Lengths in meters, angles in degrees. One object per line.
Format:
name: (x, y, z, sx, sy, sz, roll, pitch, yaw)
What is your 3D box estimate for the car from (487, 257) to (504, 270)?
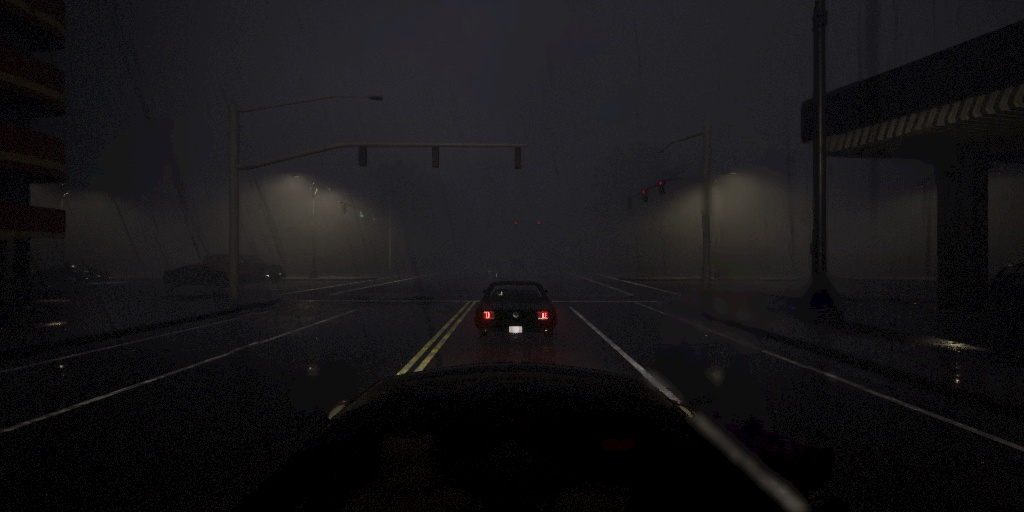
car: (-2.709, 1.241, 53.963, 2.128, 1.511, 4.902, 0, 0, 1)

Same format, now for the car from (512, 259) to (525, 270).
car: (0.969, 1.241, 53.649, 2.128, 1.511, 4.902, 0, 0, 1)

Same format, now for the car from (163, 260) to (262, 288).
car: (-19.352, 1.228, 23.007, 5.008, 1.535, 1.882, 0, 0, 1)

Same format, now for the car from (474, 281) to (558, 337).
car: (0.099, 1.351, 10.218, 1.895, 1.301, 4.718, 0, 0, 0)

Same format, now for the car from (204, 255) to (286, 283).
car: (-19.887, 0.971, 26.537, 5.566, 2.045, 2.150, 0, 0, 1)

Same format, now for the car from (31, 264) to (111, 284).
car: (-32.783, 1.313, 26.753, 4.181, 1.385, 1.994, 0, 0, 1)
